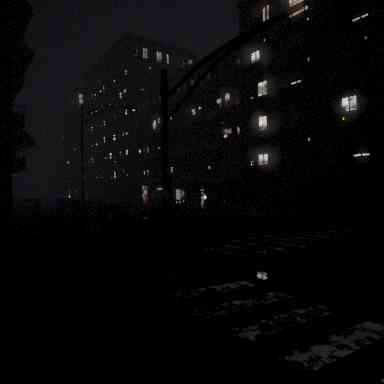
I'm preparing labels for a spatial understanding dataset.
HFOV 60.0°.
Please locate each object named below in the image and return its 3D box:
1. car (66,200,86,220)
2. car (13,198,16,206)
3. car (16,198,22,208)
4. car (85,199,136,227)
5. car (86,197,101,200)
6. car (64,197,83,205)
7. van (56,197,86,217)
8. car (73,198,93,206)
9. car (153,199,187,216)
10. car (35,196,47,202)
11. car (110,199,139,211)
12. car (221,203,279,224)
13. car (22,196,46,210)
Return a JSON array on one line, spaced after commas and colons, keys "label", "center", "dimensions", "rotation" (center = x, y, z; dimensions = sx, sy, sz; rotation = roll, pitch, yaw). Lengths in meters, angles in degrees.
[{"label": "car", "center": [-8.956, 1.652, 28.310], "dimensions": [1.752, 1.417, 4.829], "rotation": [-1, 1, -36]}, {"label": "car", "center": [-31.594, 1.782, 59.956], "dimensions": [1.887, 1.381, 4.507], "rotation": [-1, 1, -36]}, {"label": "car", "center": [-25.154, 1.770, 50.953], "dimensions": [1.947, 1.339, 4.313], "rotation": [-1, 1, -36]}, {"label": "car", "center": [-5.836, 1.553, 23.947], "dimensions": [1.967, 1.590, 4.097], "rotation": [-1, 1, -36]}, {"label": "car", "center": [-15.121, 1.502, 51.326], "dimensions": [1.967, 1.590, 4.097], "rotation": [-1, 1, -36]}, {"label": "car", "center": [-21.559, 1.645, 60.329], "dimensions": [2.008, 1.369, 4.403], "rotation": [-1, 1, -36]}, {"label": "van", "center": [-12.277, 1.483, 32.947], "dimensions": [1.690, 1.788, 3.998], "rotation": [-1, 1, -36]}, {"label": "car", "center": [-18.339, 1.644, 55.828], "dimensions": [1.947, 1.339, 4.313], "rotation": [-1, 1, -36]}, {"label": "car", "center": [-2.241, 1.441, 33.322], "dimensions": [1.967, 1.590, 4.097], "rotation": [-1, 1, -36]}, {"label": "car", "center": [-37.659, 1.728, 82.835], "dimensions": [1.887, 1.381, 4.507], "rotation": [-1, 1, -36]}, {"label": "car", "center": [-8.679, 1.581, 42.325], "dimensions": [2.008, 1.369, 4.403], "rotation": [-1, 1, -36]}, {"label": "car", "center": [4.102, 1.498, 24.459], "dimensions": [1.752, 1.417, 4.829], "rotation": [-1, 1, -36]}, {"label": "car", "center": [-21.936, 1.628, 46.451], "dimensions": [1.967, 1.590, 4.097], "rotation": [-1, 1, -36]}]
